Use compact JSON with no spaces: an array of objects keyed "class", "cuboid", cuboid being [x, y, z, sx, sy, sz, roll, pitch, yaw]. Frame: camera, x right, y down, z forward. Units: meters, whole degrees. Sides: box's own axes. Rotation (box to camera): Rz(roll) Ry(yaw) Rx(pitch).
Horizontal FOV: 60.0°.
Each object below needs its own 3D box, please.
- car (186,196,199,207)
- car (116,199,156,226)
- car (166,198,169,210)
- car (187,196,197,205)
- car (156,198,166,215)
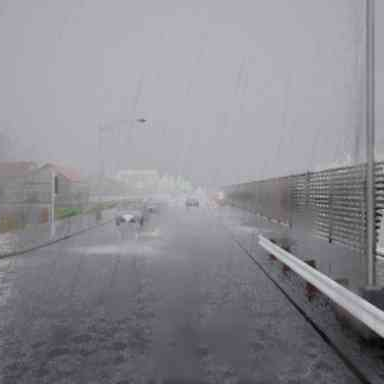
[{"class":"car","cuboid":[0.081,1.503,50.559,2.128,1.511,4.902,0,0,0]},{"class":"car","cuboid":[-4.108,1.497,23.719,2.128,1.511,4.902,0,0,0]},{"class":"car","cuboid":[-4.085,1.488,44.110,1.882,1.535,5.008,0,0,0]},{"class":"car","cuboid":[-0.025,1.492,60.858,1.882,1.535,5.008,0,0,0]},{"class":"car","cuboid":[-4.107,1.572,33.656,1.994,1.385,4.181,0,0,0]}]
